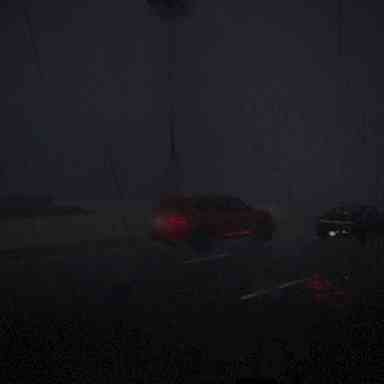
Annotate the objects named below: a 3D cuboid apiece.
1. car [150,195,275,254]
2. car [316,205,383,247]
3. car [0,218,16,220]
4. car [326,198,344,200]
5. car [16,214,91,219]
[{"bbox_3d":[0.966,1.116,13.417,5.566,2.045,2.150,-1,1,-38],"label":"car"},{"bbox_3d":[7.081,1.297,13.935,4.902,1.511,2.128,-1,1,-40],"label":"car"},{"bbox_3d":[-11.662,1.236,21.581,5.566,2.045,2.150,-1,1,-37],"label":"car"},{"bbox_3d":[21.058,0.588,48.167,2.150,2.045,5.566,0,1,40],"label":"car"},{"bbox_3d":[-7.923,1.537,20.072,4.181,1.385,1.994,-1,1,-38],"label":"car"}]
